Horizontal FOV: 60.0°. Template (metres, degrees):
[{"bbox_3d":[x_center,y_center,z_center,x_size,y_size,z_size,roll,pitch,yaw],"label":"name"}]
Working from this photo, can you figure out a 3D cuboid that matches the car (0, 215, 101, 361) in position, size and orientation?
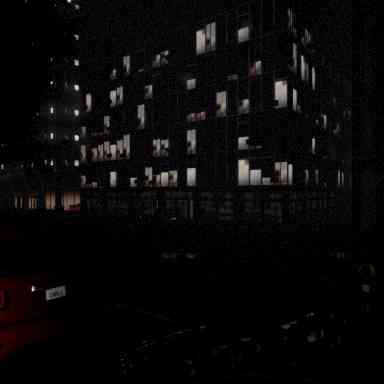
[{"bbox_3d":[-3.607,1.315,5.452,5.009,1.841,2.192,0,0,36],"label":"car"}]

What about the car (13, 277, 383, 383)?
[{"bbox_3d":[0.889,1.566,2.243,4.313,1.339,1.947,0,0,36],"label":"car"}]
